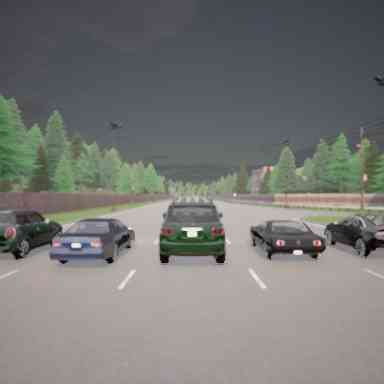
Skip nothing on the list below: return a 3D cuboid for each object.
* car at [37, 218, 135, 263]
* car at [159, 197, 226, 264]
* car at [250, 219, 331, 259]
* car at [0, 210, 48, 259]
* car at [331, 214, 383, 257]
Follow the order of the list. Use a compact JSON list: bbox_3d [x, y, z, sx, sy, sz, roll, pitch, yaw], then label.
[{"bbox_3d":[-3.475,1.679,12.520,2.033,1.411,5.357,0,-1,0],"label":"car"},{"bbox_3d":[0.025,1.357,12.552,2.150,2.045,5.566,0,0,0],"label":"car"},{"bbox_3d":[3.533,1.740,13.237,1.895,1.301,4.718,0,-1,1],"label":"car"},{"bbox_3d":[-6.964,1.492,13.427,2.097,1.767,4.553,0,-1,0],"label":"car"},{"bbox_3d":[7.035,1.634,13.492,2.128,1.511,4.902,0,0,1],"label":"car"}]
